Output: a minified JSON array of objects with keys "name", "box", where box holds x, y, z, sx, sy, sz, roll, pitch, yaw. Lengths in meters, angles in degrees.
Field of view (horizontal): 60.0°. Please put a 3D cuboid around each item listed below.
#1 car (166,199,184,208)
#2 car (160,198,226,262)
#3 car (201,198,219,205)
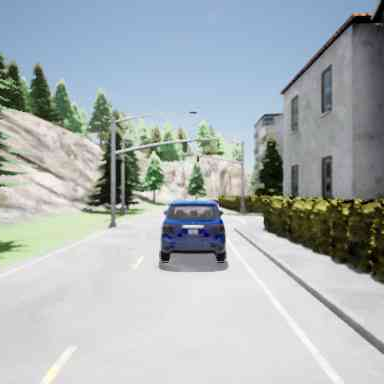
[{"name":"car","box":[-2.929,1.979,59.208,2.033,1.411,5.357,0,0,10]},{"name":"car","box":[0.046,1.314,12.695,2.150,2.045,5.566,0,0,0]},{"name":"car","box":[3.991,2.090,73.769,1.994,1.385,4.181,0,-1,40]}]
